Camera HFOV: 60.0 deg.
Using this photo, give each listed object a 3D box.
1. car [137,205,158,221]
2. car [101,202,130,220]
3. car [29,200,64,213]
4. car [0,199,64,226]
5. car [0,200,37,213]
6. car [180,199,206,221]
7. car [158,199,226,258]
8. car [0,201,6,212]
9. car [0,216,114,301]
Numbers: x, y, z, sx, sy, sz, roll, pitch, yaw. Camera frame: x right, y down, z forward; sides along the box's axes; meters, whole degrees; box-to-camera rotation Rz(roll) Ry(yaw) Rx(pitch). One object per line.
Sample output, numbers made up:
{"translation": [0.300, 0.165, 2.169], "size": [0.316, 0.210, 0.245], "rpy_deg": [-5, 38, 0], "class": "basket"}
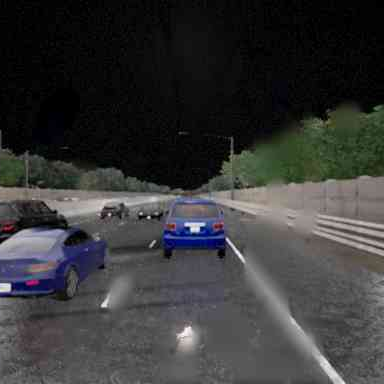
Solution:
{"translation": [-3.416, 1.754, 28.582], "size": [1.895, 1.301, 4.718], "rpy_deg": [0, 0, 0], "class": "car"}
{"translation": [-6.918, 1.668, 30.330], "size": [1.837, 1.490, 4.892], "rpy_deg": [0, 0, 0], "class": "car"}
{"translation": [-17.603, 1.723, 40.616], "size": [2.128, 1.511, 4.902], "rpy_deg": [0, -1, 0], "class": "car"}
{"translation": [-6.908, 1.287, 13.333], "size": [2.150, 2.045, 5.566], "rpy_deg": [0, 0, 0], "class": "car"}
{"translation": [-21.104, 1.722, 40.551], "size": [2.128, 1.511, 4.902], "rpy_deg": [0, -1, 0], "class": "car"}
{"translation": [0.083, 1.513, 29.951], "size": [2.097, 1.767, 4.553], "rpy_deg": [0, 0, 0], "class": "car"}
{"translation": [0.093, 1.287, 13.220], "size": [2.150, 2.045, 5.566], "rpy_deg": [0, 0, 0], "class": "car"}
{"translation": [-24.603, 1.791, 40.120], "size": [1.994, 1.385, 4.181], "rpy_deg": [0, 0, 0], "class": "car"}
{"translation": [-3.417, 1.566, 8.282], "size": [1.812, 1.442, 4.674], "rpy_deg": [0, 0, 0], "class": "car"}
